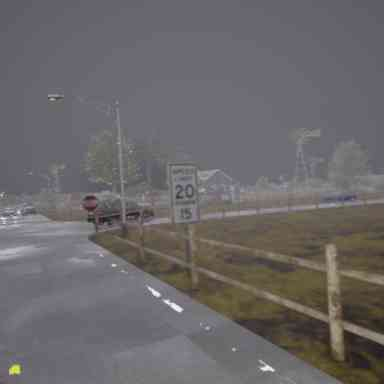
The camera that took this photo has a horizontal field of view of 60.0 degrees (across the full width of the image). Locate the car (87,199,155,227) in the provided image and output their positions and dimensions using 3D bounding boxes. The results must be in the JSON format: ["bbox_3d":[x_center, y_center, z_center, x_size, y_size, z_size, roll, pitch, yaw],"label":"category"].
[{"bbox_3d":[-5.598,1.578,26.666,2.150,2.045,5.566,-5,-1,42],"label":"car"}]

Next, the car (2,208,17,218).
[{"bbox_3d":[-30.783,3.468,56.348,1.837,1.490,4.892,-4,0,-27],"label":"car"}]

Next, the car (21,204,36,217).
[{"bbox_3d":[-26.757,3.194,54.791,1.837,1.490,4.892,-4,0,-27],"label":"car"}]

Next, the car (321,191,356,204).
[{"bbox_3d":[18.833,0.610,42.696,5.008,1.535,1.882,-3,0,-27],"label":"car"}]

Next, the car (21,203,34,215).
[{"bbox_3d":[-32.455,3.334,65.573,2.150,2.045,5.566,-4,0,-27],"label":"car"}]
